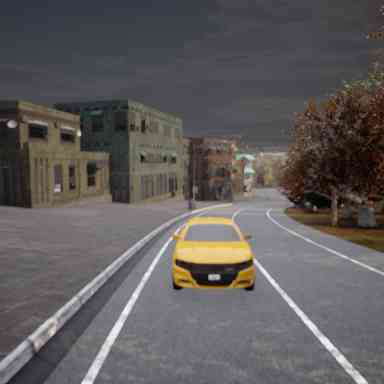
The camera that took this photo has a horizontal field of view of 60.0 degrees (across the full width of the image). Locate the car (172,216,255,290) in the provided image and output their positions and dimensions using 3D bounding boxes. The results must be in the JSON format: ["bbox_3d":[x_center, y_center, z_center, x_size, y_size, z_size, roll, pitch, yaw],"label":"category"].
[{"bbox_3d":[0.538,1.488,9.353,1.882,1.535,5.008,0,0,2],"label":"car"}]
